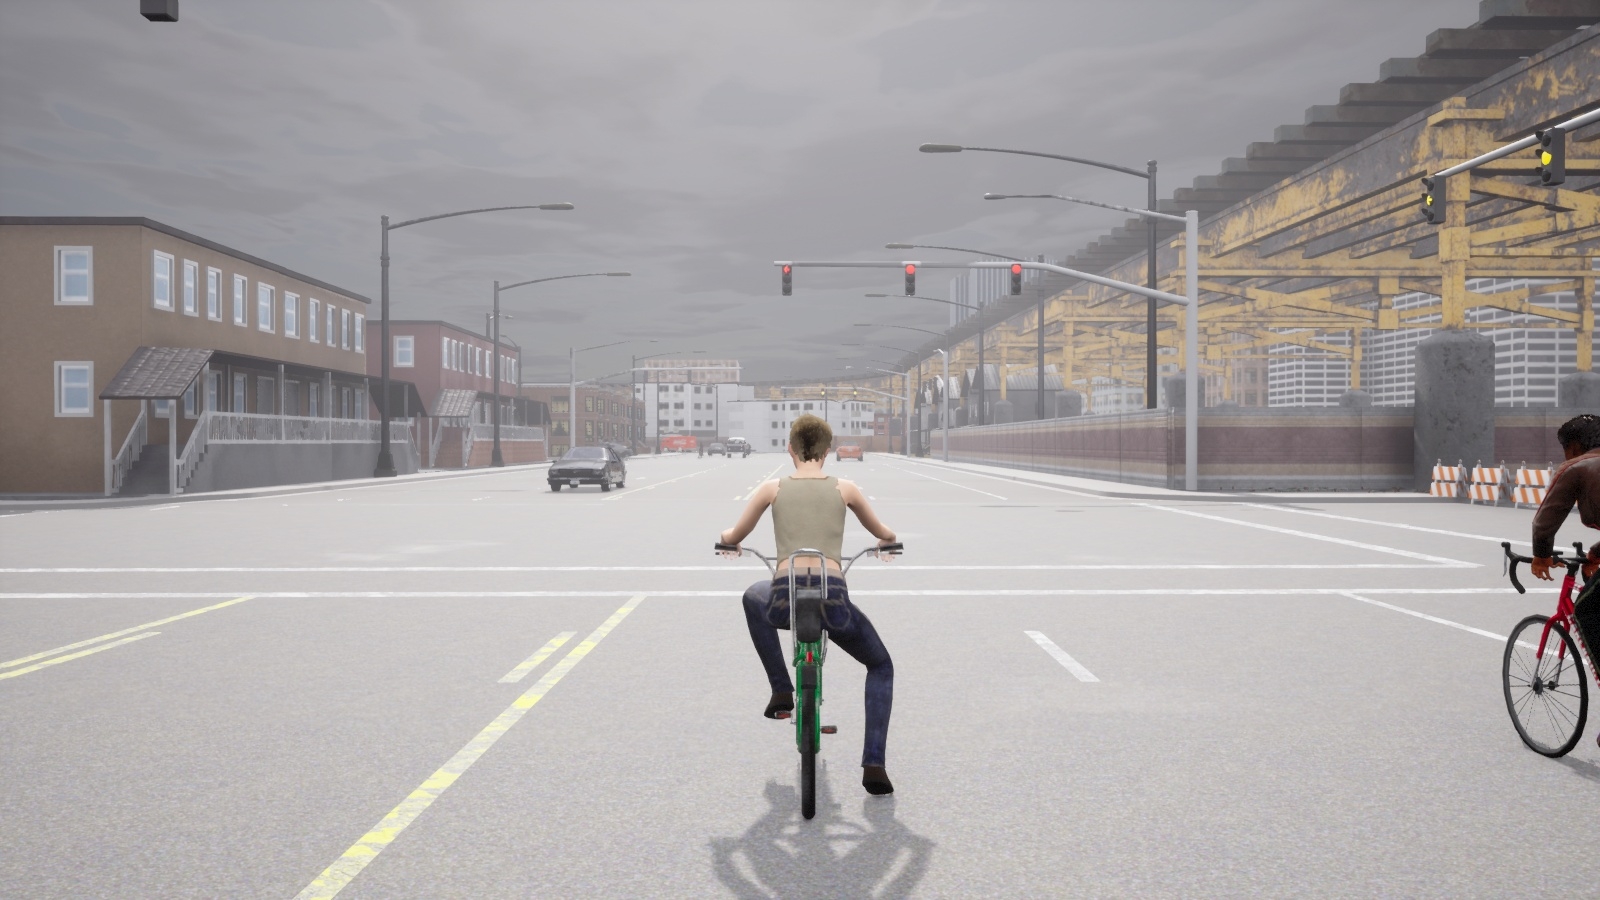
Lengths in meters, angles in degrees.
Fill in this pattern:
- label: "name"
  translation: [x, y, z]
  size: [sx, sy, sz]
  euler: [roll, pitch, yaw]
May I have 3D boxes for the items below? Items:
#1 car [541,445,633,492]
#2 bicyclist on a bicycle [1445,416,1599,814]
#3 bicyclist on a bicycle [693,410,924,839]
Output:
- label: "car"
  translation: [-6.773, 0.560, 40.534]
  size: [2.033, 1.411, 5.357]
  euler: [0, 0, 0]
- label: "bicyclist on a bicycle"
  translation: [3.545, 0.671, 5.511]
  size: [0.582, 1.620, 1.656]
  euler: [0, 0, 0]
- label: "bicyclist on a bicycle"
  translation: [0.038, 0.652, 5.474]
  size: [0.866, 1.612, 1.509]
  euler: [0, 0, 0]
